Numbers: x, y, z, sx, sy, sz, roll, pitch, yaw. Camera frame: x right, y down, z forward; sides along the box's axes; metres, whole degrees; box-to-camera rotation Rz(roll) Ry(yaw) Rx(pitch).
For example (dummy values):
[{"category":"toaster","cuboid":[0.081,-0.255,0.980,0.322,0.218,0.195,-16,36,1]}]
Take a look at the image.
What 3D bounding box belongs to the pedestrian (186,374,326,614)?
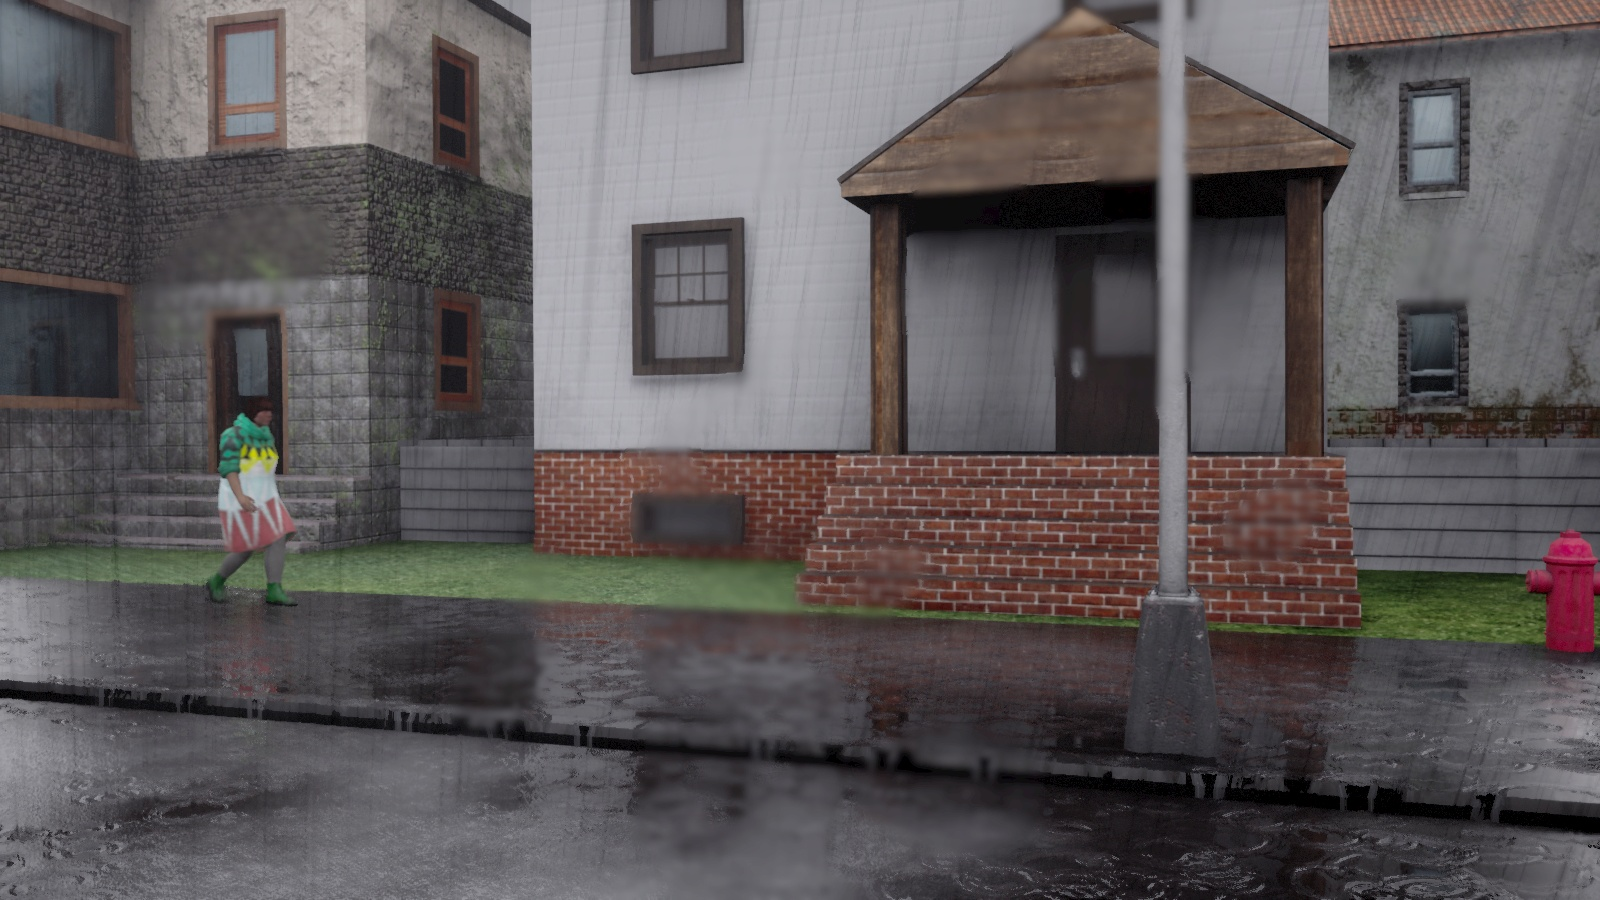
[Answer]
[{"category":"pedestrian","cuboid":[-4.613,0.348,10.667,0.873,1.952,0.659,1,1,20]}]
